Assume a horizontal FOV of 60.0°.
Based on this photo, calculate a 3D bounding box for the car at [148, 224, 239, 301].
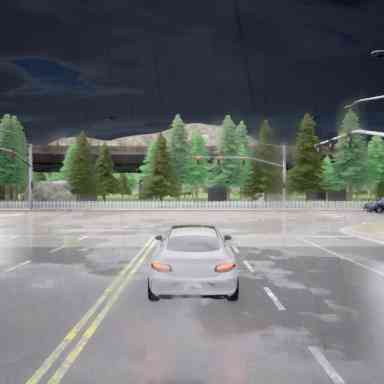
[{"bbox_3d":[0.032,1.526,8.192,1.812,1.442,4.674,0,0,0],"label":"car"}]

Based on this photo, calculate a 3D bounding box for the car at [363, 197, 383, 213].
[{"bbox_3d":[20.729,1.296,35.327,4.553,1.767,2.097,0,0,0],"label":"car"}]
